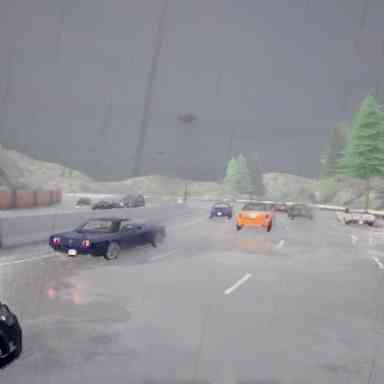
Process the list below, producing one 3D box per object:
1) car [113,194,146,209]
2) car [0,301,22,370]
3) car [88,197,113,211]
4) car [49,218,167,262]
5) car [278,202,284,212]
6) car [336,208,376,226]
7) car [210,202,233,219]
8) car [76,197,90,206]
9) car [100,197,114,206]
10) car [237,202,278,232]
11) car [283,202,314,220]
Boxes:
[{"bbox_3d":[-6.814,1.288,38.261,2.150,2.045,5.566,1,0,5],"label":"car"},{"bbox_3d":[-3.835,1.523,2.944,1.994,1.385,4.181,1,0,30],"label":"car"},{"bbox_3d":[-10.220,1.628,39.471,1.895,1.301,4.718,1,0,4],"label":"car"},{"bbox_3d":[-2.798,1.613,12.386,1.895,1.301,4.718,1,0,25],"label":"car"},{"bbox_3d":[10.983,1.880,41.944,1.994,1.385,4.181,1,0,3],"label":"car"},{"bbox_3d":[12.563,1.870,25.899,1.895,1.301,4.718,1,0,13],"label":"car"},{"bbox_3d":[2.780,1.686,30.575,1.812,1.442,4.674,1,0,11],"label":"car"},{"bbox_3d":[-17.602,1.541,54.655,2.033,1.411,5.357,1,0,-9],"label":"car"},{"bbox_3d":[-14.204,1.571,55.640,1.812,1.442,4.674,1,0,-10],"label":"car"},{"bbox_3d":[4.271,1.496,21.776,2.097,1.767,4.553,1,0,17],"label":"car"},{"bbox_3d":[9.958,1.803,30.761,2.033,1.411,5.357,1,0,11],"label":"car"}]
